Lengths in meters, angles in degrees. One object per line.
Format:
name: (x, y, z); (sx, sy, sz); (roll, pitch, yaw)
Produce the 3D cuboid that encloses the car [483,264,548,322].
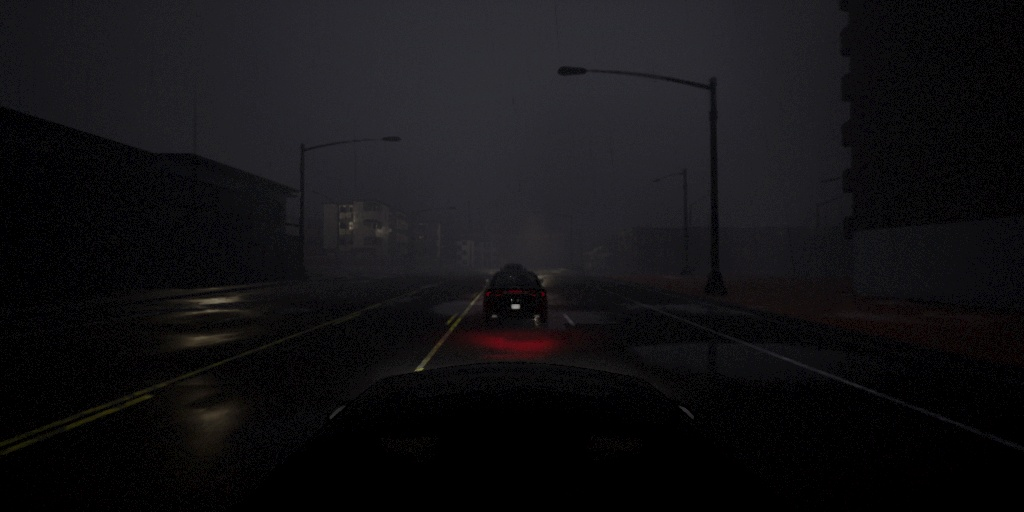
car: (0.101, 1.197, 12.151); (1.882, 1.535, 5.008); (0, 0, 0)
